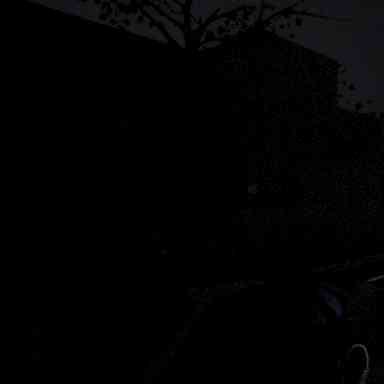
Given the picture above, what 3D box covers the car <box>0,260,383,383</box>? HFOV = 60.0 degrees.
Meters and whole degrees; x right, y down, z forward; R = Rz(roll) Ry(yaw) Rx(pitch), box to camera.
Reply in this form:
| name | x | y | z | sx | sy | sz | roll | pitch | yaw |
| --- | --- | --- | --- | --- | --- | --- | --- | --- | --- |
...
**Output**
| name | x | y | z | sx | sy | sz | roll | pitch | yaw |
| --- | --- | --- | --- | --- | --- | --- | --- | --- | --- |
| car | 0.139 | 1.536 | 3.480 | 5.357 | 1.411 | 2.033 | 0 | 0 | -35 |
